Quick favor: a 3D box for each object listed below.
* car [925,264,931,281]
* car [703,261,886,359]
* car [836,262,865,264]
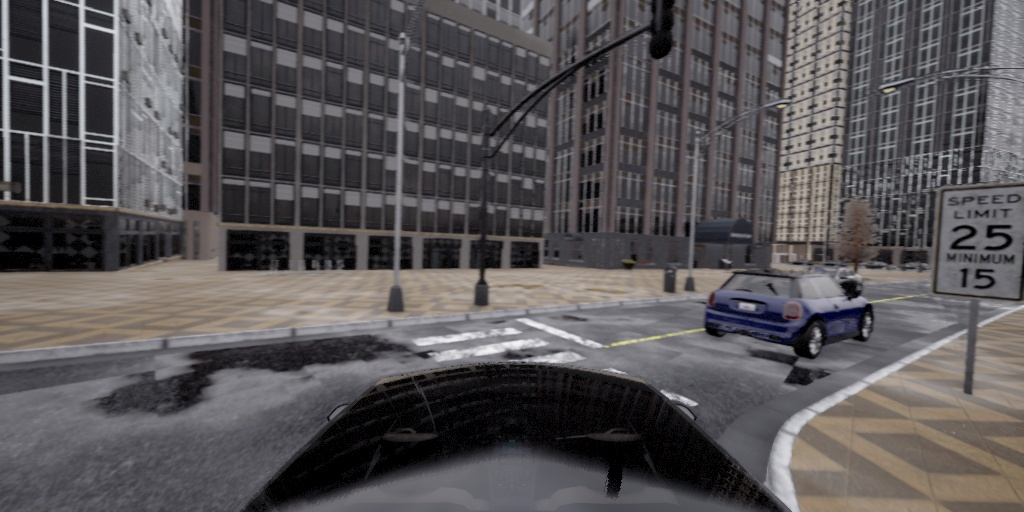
[{"bbox_3d":[35.028,1.360,28.191,4.553,1.767,2.097,1,2,-27],"label":"car"},{"bbox_3d":[6.811,1.120,8.734,4.553,1.767,2.097,1,2,-32],"label":"car"},{"bbox_3d":[14.887,1.233,17.134,4.902,1.511,2.128,1,2,-30],"label":"car"}]
